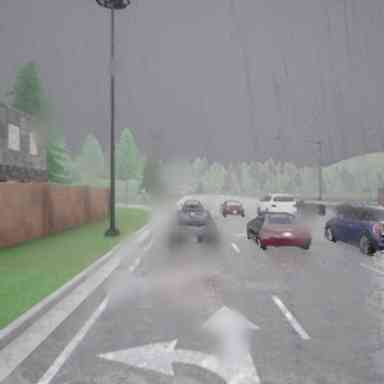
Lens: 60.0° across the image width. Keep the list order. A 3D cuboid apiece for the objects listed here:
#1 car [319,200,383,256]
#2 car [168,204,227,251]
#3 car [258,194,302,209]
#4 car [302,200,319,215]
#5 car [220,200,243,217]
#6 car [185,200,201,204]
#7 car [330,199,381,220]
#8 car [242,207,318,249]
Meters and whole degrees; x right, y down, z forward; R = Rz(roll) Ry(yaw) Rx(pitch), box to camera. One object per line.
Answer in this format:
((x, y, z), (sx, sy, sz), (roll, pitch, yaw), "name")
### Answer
((7.070, 1.335, 13.242), (2.097, 1.767, 4.553), (0, 0, 0), "car")
((0.074, 1.474, 13.875), (2.128, 1.511, 4.902), (0, 0, 0), "car")
((7.071, 1.188, 27.905), (2.150, 2.045, 5.566), (0, 0, 0), "car")
((10.584, 1.439, 30.560), (1.882, 1.535, 5.008), (0, 0, 0), "car")
((3.582, 1.487, 30.036), (1.812, 1.442, 4.674), (0, 0, 0), "car")
((0.077, 1.470, 29.105), (1.837, 1.490, 4.892), (0, 1, 0), "car")
((14.077, 1.455, 29.029), (2.128, 1.511, 4.902), (0, 0, 0), "car")
((3.577, 1.546, 14.383), (1.994, 1.385, 4.181), (0, 0, 0), "car")
